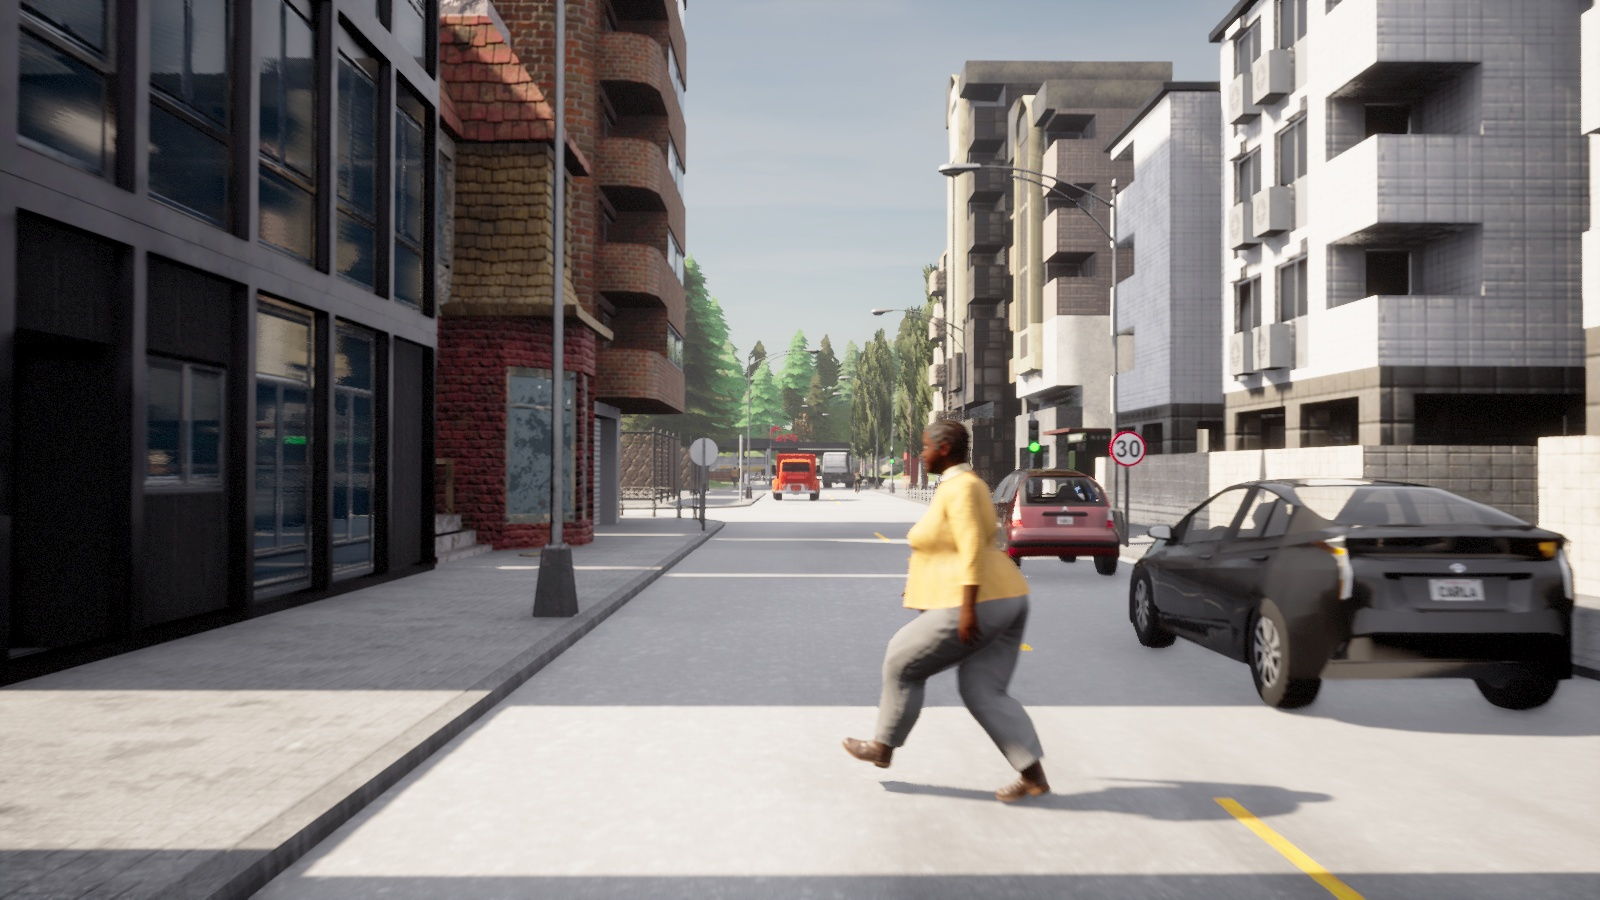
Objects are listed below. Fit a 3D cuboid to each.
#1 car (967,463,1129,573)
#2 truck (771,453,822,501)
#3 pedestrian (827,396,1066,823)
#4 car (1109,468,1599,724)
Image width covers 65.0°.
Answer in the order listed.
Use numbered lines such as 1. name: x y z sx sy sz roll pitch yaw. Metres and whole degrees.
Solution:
1. car: 3.948 1.041 20.664 1.851 1.617 3.988 0 -1 0
2. truck: -0.194 1.449 67.451 2.627 2.467 5.204 0 -1 0
3. pedestrian: 0.723 0.702 6.052 0.900 1.855 0.874 -1 -1 26
4. car: 3.975 0.908 9.774 2.007 1.525 4.514 0 -1 0
